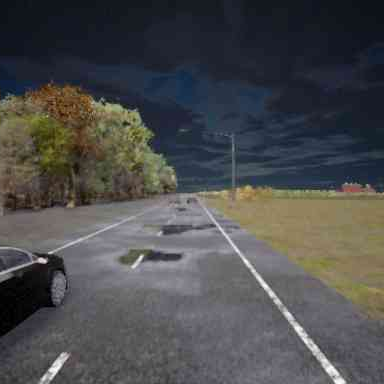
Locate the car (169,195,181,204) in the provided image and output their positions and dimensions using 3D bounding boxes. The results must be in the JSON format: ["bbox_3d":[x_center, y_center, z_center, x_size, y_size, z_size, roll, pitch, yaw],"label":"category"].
[{"bbox_3d":[-3.502,1.494,64.520,2.128,1.511,4.902,0,0,0],"label":"car"}]

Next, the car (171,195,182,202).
[{"bbox_3d":[-3.503,1.395,74.943,2.128,1.511,4.902,0,0,0],"label":"car"}]

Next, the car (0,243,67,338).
[{"bbox_3d":[-3.500,1.495,5.014,2.128,1.511,4.902,0,0,0],"label":"car"}]

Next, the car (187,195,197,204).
[{"bbox_3d":[-0.003,1.503,64.519,1.837,1.490,4.892,0,0,0],"label":"car"}]

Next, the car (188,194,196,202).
[{"bbox_3d":[-0.004,1.347,74.943,1.882,1.535,5.008,0,0,0],"label":"car"}]
